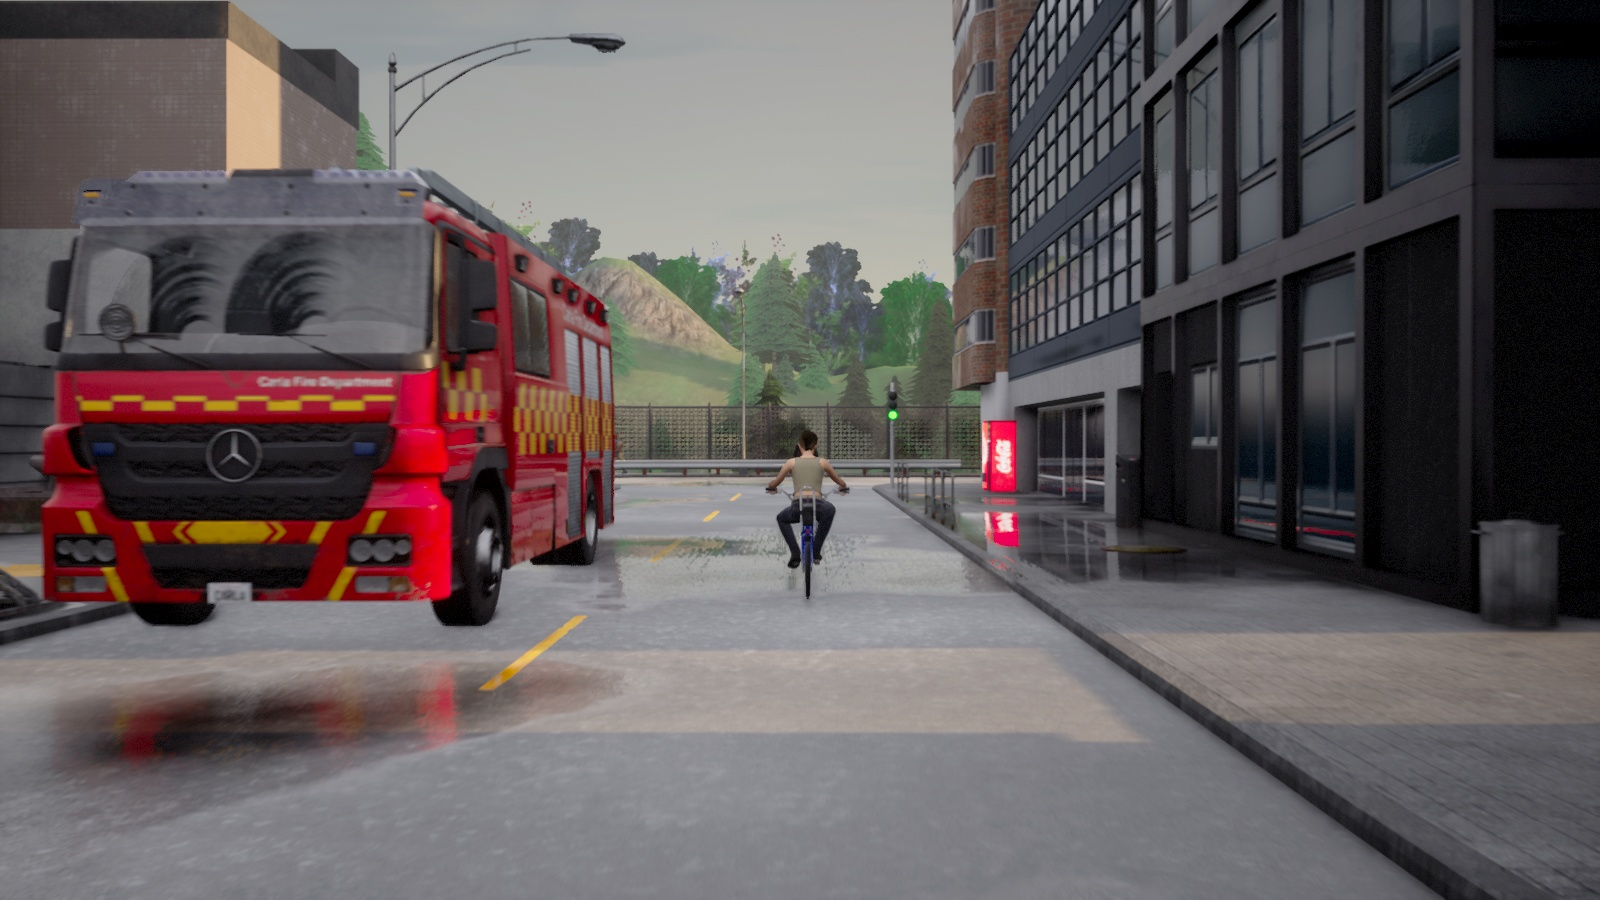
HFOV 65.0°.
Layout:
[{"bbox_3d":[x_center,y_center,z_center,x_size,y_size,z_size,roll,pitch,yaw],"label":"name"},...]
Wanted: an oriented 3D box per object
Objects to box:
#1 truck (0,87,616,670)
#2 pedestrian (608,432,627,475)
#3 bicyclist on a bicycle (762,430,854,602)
[{"bbox_3d":[-3.922,-0.491,12.494,2.891,3.827,8.468,0,0,0],"label":"truck"},{"bbox_3d":[-8.077,0.138,55.559,0.849,1.883,0.563,0,0,-9],"label":"pedestrian"},{"bbox_3d":[0.077,0.613,12.513,0.866,1.612,1.509,0,0,0],"label":"bicyclist on a bicycle"}]
